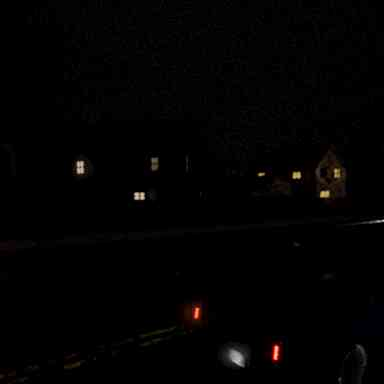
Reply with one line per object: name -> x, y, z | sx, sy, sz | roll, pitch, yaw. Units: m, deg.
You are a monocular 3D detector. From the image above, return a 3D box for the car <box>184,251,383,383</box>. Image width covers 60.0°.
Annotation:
car -> 2.310, 1.607, 5.096 | 4.718, 1.301, 1.895 | 0, 0, -36
